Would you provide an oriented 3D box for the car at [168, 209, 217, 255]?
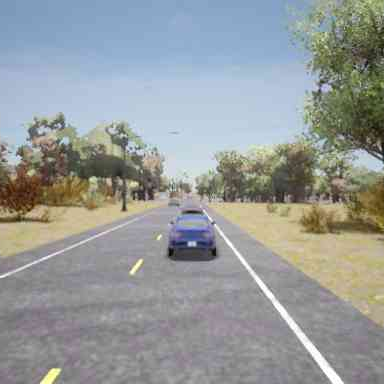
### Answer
[{"bbox_3d":[0.026,1.667,13.892,1.812,1.442,4.674,0,0,1],"label":"car"}]

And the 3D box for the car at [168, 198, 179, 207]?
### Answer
[{"bbox_3d":[-3.512,2.017,65.048,2.097,1.767,4.553,0,-1,0],"label":"car"}]

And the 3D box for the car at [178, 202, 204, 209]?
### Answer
[{"bbox_3d":[0.023,1.797,28.501,1.837,1.490,4.892,0,0,0],"label":"car"}]
